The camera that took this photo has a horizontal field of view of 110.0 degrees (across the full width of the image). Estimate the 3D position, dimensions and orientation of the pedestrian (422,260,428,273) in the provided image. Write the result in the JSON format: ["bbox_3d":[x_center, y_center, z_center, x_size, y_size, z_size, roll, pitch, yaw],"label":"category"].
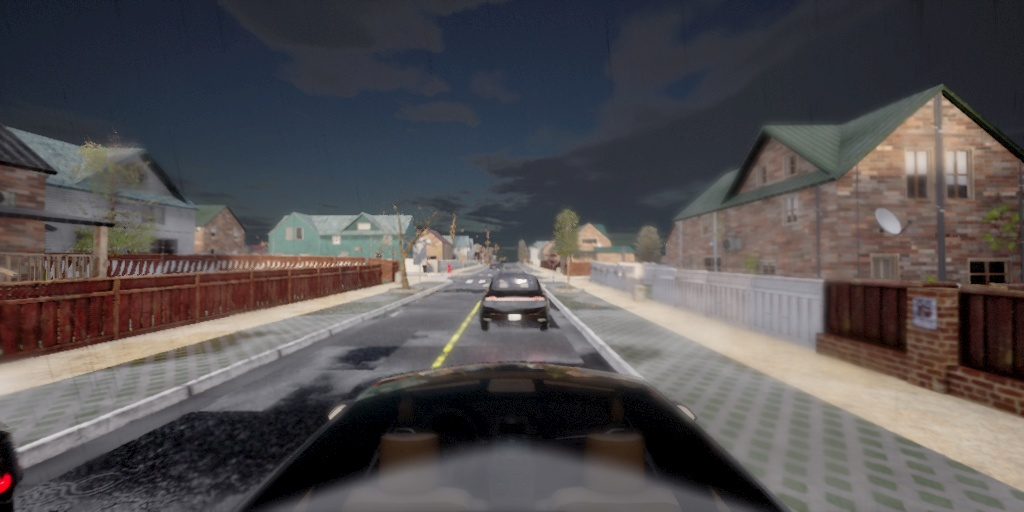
[{"bbox_3d":[-9.678,0.962,39.824,0.375,1.860,0.375,0,-2,0],"label":"pedestrian"}]

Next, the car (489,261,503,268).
[{"bbox_3d":[-2.875,1.641,62.017,2.033,1.411,5.357,0,0,1],"label":"car"}]

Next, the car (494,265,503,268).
[{"bbox_3d":[0.055,1.442,21.767,1.895,1.301,4.718,0,0,0],"label":"car"}]

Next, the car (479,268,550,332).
[{"bbox_3d":[0.078,1.279,11.071,2.128,1.511,4.902,0,0,0],"label":"car"}]
